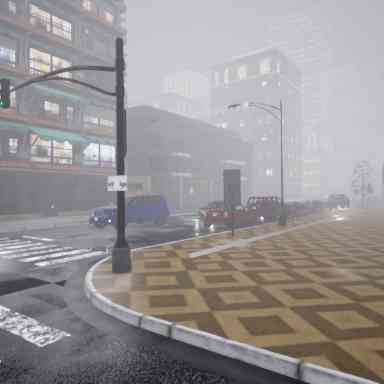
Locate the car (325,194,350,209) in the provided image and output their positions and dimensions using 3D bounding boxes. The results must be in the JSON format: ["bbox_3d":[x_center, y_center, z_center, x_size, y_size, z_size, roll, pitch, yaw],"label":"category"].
[{"bbox_3d":[19.064,1.167,43.274,2.192,1.841,5.009,-1,0,36],"label":"car"}]

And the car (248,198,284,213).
[{"bbox_3d":[8.583,1.490,38.164,2.033,1.411,5.357,-1,0,37],"label":"car"}]

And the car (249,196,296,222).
[{"bbox_3d":[5.787,1.216,25.268,2.192,1.841,5.009,-1,0,36],"label":"car"}]

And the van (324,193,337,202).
[{"bbox_3d":[29.318,1.229,70.459,1.690,1.788,3.998,-1,0,36],"label":"van"}]

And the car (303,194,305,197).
[{"bbox_3d":[22.581,1.440,61.318,1.752,1.417,4.829,-1,0,36],"label":"car"}]

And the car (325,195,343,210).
[{"bbox_3d":[15.747,1.415,38.772,2.008,1.369,4.403,-1,0,36],"label":"car"}]

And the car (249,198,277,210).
[{"bbox_3d":[9.304,1.489,43.311,1.752,1.417,4.829,-1,0,36],"label":"car"}]

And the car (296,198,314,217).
[{"bbox_3d":[9.109,1.471,29.768,1.802,1.307,4.206,-1,0,36],"label":"car"}]

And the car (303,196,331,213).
[{"bbox_3d":[12.428,1.421,34.270,1.887,1.381,4.507,-1,0,36],"label":"car"}]

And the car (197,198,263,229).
[{"bbox_3d":[2.470,1.353,20.765,1.967,1.590,4.097,-1,0,36],"label":"car"}]

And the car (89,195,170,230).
[{"bbox_3d":[-3.823,1.209,21.321,2.150,2.045,5.566,-1,0,38],"label":"car"}]

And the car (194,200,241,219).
[{"bbox_3d":[2.356,1.470,29.731,1.837,1.490,4.892,-1,0,37],"label":"car"}]

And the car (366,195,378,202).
[{"bbox_3d":[35.662,1.334,65.782,1.887,1.381,4.507,-1,0,36],"label":"car"}]
